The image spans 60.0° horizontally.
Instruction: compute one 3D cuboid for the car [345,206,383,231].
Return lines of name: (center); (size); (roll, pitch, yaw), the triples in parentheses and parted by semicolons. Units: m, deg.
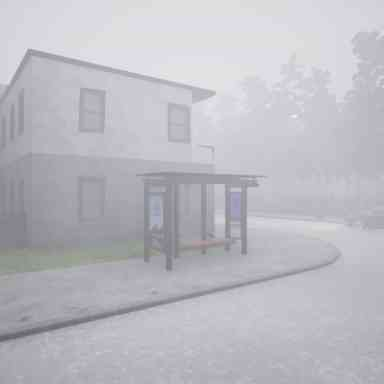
car: (11.472, 1.507, 19.165); (4.892, 1.490, 1.837); (0, 4, 37)
